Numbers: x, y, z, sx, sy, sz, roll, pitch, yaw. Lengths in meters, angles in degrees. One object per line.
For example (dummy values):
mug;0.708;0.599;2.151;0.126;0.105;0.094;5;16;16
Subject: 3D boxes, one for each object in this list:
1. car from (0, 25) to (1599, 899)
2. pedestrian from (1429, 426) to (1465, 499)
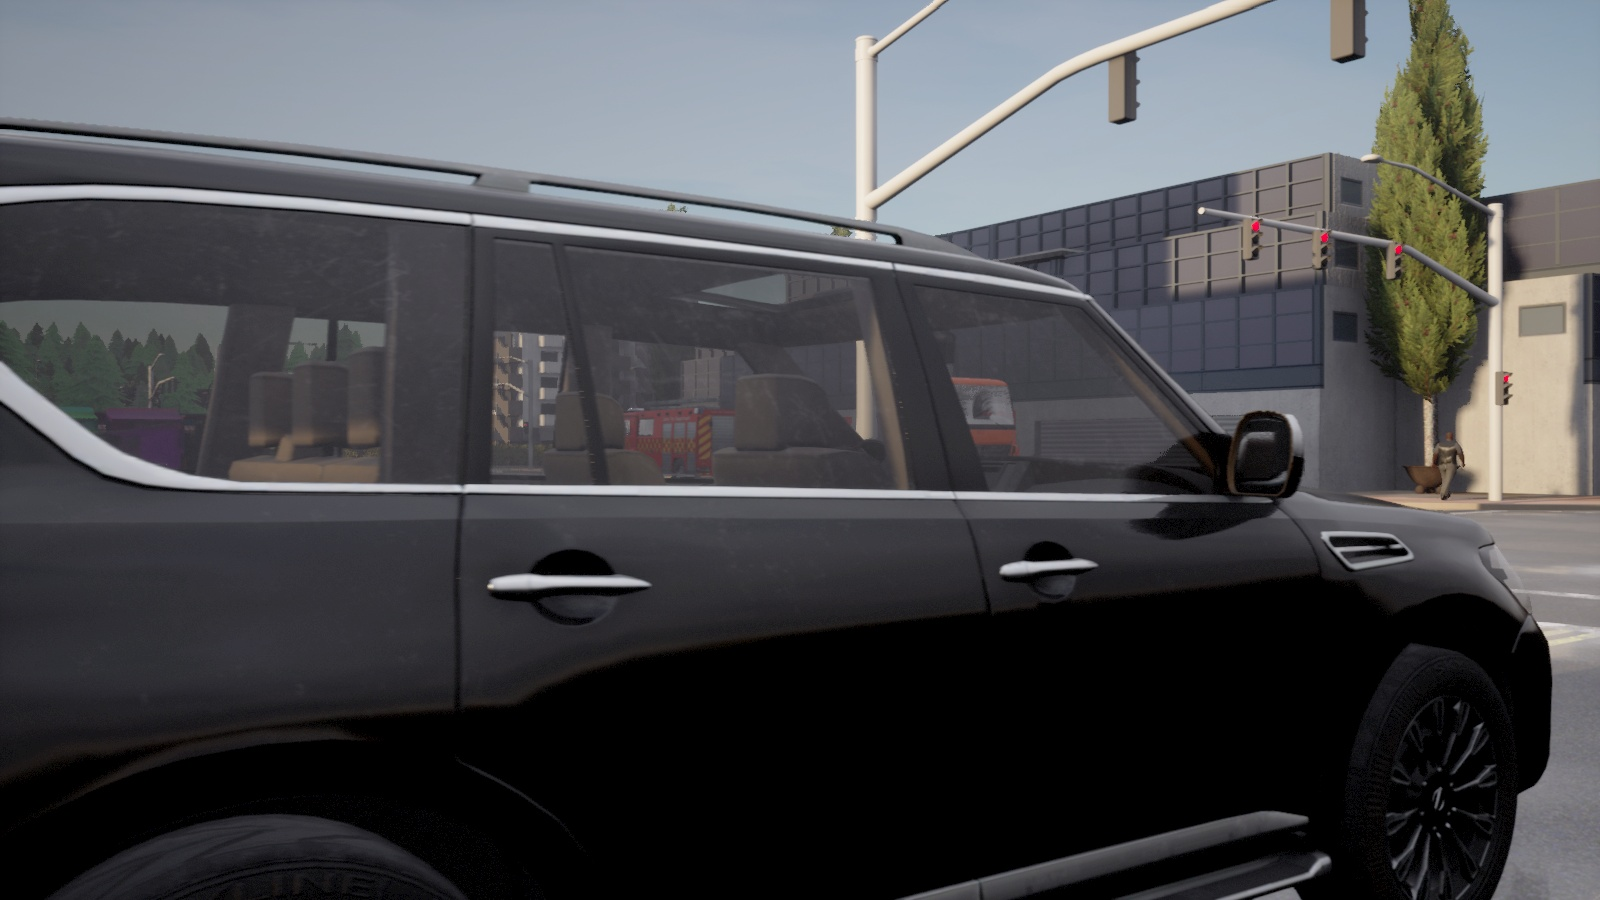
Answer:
car;-0.161;0.466;3.548;5.566;2.045;2.150;0;0;-35
pedestrian;16.954;0.323;32.902;0.849;1.883;0.563;0;0;-43
